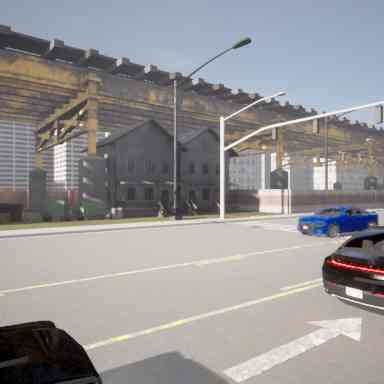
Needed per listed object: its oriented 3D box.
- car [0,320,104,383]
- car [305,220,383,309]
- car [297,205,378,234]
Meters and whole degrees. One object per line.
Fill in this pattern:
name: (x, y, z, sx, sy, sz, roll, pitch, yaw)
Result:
car: (-2.814, 1.601, 1.743, 4.718, 1.301, 1.895, 0, 0, -35)
car: (4.801, 1.505, 7.184, 4.892, 1.490, 1.837, 0, 0, -35)
car: (7.776, 1.477, 17.681, 5.008, 1.535, 1.882, 0, 0, -30)
